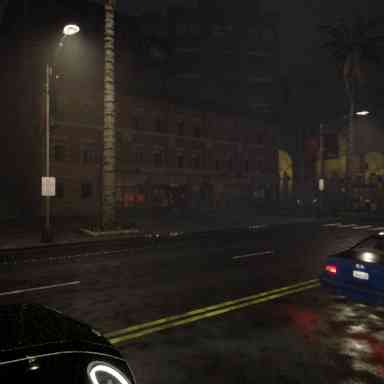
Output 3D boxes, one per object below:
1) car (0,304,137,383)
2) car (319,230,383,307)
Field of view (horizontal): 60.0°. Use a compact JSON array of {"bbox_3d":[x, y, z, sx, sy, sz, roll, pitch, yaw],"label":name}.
[{"bbox_3d":[-2.539,1.352,1.880,4.553,1.767,2.097,0,0,-36],"label":"car"},{"bbox_3d":[5.093,1.547,7.473,5.357,1.411,2.033,0,0,-36],"label":"car"}]
